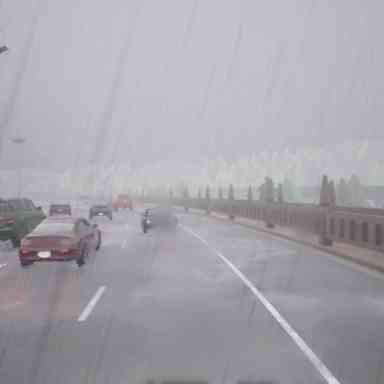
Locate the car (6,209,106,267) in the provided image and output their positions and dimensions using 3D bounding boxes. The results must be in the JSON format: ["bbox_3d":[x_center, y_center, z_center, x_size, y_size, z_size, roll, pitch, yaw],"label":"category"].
[{"bbox_3d":[-4.302,1.542,11.391,1.812,1.442,4.674,0,0,-7],"label":"car"}]

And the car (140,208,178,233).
[{"bbox_3d":[-2.095,1.608,19.927,1.895,1.301,4.718,0,0,-11],"label":"car"}]

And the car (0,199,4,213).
[{"bbox_3d":[-22.423,1.561,37.242,1.882,1.535,5.008,0,0,-24],"label":"car"}]

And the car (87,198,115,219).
[{"bbox_3d":[-8.046,1.534,29.188,1.837,1.490,4.892,0,0,-16],"label":"car"}]

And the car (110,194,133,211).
[{"bbox_3d":[-8.999,1.254,41.950,2.150,2.045,5.566,0,0,-23],"label":"car"}]

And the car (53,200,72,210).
[{"bbox_3d":[-13.013,1.526,33.078,1.882,1.535,5.008,0,0,-19],"label":"car"}]

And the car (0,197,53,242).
[{"bbox_3d":[-8.316,1.252,15.112,2.150,2.045,5.566,0,0,-9],"label":"car"}]
